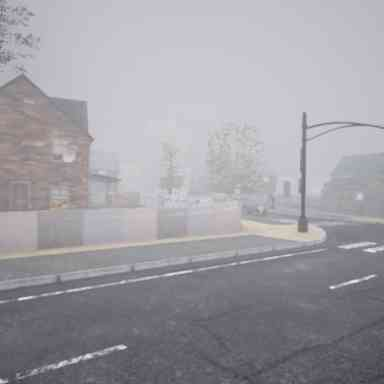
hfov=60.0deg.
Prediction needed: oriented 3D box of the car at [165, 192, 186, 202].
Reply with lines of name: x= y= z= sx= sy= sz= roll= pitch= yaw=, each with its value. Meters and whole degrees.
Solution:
car: x=-2.896 y=0.849 z=58.036 sx=2.033 sy=1.411 sz=5.357 roll=1 pitch=0 yaw=-21

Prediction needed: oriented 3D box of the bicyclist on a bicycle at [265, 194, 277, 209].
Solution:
bicyclist on a bicycle: x=8.552 y=1.057 z=35.935 sx=1.656 sy=1.620 sz=0.582 roll=1 pitch=0 yaw=-21

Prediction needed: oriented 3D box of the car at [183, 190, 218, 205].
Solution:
car: x=1.251 y=0.764 z=38.686 sx=2.150 sy=2.045 sz=5.566 roll=1 pitch=0 yaw=-21

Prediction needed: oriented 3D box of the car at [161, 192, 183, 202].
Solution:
car: x=-2.509 y=0.923 z=48.686 sx=2.033 sy=1.411 sz=5.357 roll=1 pitch=0 yaw=-20

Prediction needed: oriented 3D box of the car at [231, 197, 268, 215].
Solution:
car: x=4.778 y=1.190 z=29.311 sx=2.128 sy=1.511 sz=4.902 roll=1 pitch=0 yaw=-21

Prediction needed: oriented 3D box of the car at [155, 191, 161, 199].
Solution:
car: x=-6.714 y=0.633 z=67.905 sx=1.837 sy=1.490 sz=4.892 roll=1 pitch=0 yaw=-21
